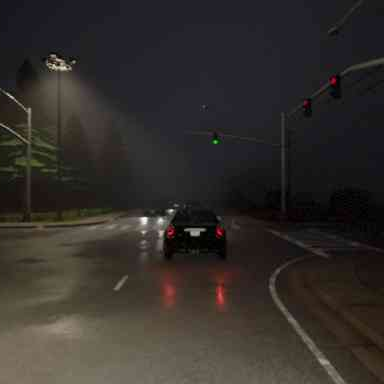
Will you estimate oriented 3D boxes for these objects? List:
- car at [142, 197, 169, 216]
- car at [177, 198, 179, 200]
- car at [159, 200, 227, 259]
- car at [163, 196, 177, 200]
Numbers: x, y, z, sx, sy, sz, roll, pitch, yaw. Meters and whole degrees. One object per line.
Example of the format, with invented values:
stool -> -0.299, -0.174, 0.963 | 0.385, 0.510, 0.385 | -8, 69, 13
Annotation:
car -> -3.577, 1.548, 32.505 | 1.812, 1.442, 4.674 | 0, 0, 0
car -> -3.470, 1.590, 63.034 | 2.033, 1.411, 5.357 | 0, 0, 0
car -> 0.100, 1.349, 12.788 | 2.097, 1.767, 4.553 | 0, 0, 0
car -> -3.563, 1.381, 44.493 | 2.097, 1.767, 4.553 | 0, 0, 0
